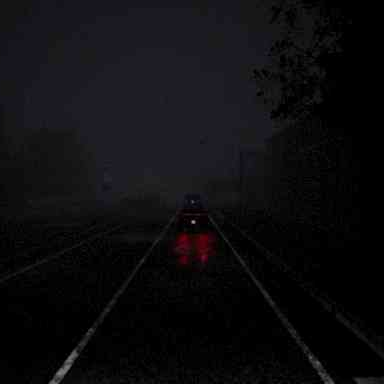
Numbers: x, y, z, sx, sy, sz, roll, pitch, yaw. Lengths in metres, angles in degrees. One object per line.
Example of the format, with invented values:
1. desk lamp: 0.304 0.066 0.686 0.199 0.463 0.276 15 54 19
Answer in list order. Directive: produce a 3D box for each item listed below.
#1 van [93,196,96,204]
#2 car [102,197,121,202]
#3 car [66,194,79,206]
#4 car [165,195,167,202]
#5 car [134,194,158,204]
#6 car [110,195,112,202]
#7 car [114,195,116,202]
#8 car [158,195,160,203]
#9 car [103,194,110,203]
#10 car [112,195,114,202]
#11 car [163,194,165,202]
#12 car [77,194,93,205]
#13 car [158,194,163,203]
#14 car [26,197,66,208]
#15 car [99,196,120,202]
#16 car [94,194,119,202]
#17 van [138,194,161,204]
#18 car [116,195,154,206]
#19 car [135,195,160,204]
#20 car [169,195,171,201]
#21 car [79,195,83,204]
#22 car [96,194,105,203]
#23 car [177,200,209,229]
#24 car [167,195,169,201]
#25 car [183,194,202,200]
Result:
1. van: -22.073 1.452 66.093 4.442 1.987 1.878 0 -1 0
2. car: -21.996 2.013 91.033 4.674 1.452 2.002 0 -1 0
3. car: -21.957 1.577 54.956 5.008 1.535 2.097 0 0 0
4. car: -8.888 1.802 77.374 5.008 1.535 2.097 0 -1 0
5. car: -8.901 1.323 54.952 5.566 2.045 2.435 0 0 0
6. car: -21.967 1.805 77.234 5.008 1.535 2.097 0 -1 0
7. car: -22.012 1.898 82.803 4.792 1.488 2.163 0 -1 0
8. car: -8.879 1.618 60.554 4.892 1.521 2.231 0 -1 0
9. car: -21.782 1.770 74.448 5.366 1.575 1.946 0 -1 0
10. car: -21.949 1.866 80.018 4.792 1.488 2.163 0 -1 0
11. car: -8.878 1.739 71.768 4.892 1.521 2.231 0 -1 0
12. car: -21.923 1.523 63.312 4.553 1.767 2.185 0 -1 0
13. car: -8.903 1.394 63.362 5.566 2.045 2.435 0 -1 0
14. car: -21.947 1.547 49.387 5.008 1.535 2.097 0 0 0
15. car: -21.988 1.938 88.373 5.008 1.535 2.097 0 -1 0
16. car: -21.960 1.651 85.589 5.566 2.045 2.435 0 -1 0
17. van: -8.764 1.480 68.967 4.442 1.987 1.878 0 -1 0
18. car: -8.866 1.558 52.149 4.892 1.521 2.231 0 0 0
19. car: -8.845 1.549 66.161 4.553 1.767 2.185 0 -1 0
20. car: -8.914 1.973 91.389 5.008 1.535 2.097 0 -1 0
21. car: -21.954 1.639 57.742 4.674 1.452 2.002 0 0 0
22. car: -21.961 1.781 71.662 4.674 1.452 2.002 0 -1 0
23. car: 0.087 1.525 21.746 2.128 1.511 4.902 0 0 0
24. car: -8.927 1.583 80.180 5.566 2.045 2.435 0 -1 0
25. car: 0.086 1.276 40.956 2.150 2.045 5.566 0 -1 0
